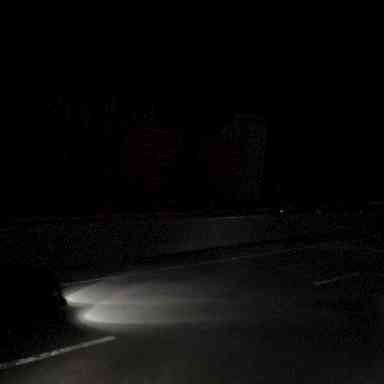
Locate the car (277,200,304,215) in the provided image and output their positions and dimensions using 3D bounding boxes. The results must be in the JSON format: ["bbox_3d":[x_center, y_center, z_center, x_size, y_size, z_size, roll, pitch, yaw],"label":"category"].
[{"bbox_3d":[10.487,1.584,32.963,4.902,1.511,2.128,0,0,-35],"label":"car"}]

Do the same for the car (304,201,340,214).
[{"bbox_3d":[12.932,1.586,30.408,4.902,1.511,2.128,0,0,-35],"label":"car"}]

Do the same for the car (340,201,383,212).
[{"bbox_3d":[14.545,1.598,27.259,4.892,1.490,1.837,0,0,-35],"label":"car"}]

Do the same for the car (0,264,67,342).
[{"bbox_3d":[-4.719,1.545,4.680,5.357,1.411,2.033,0,0,-35],"label":"car"}]
